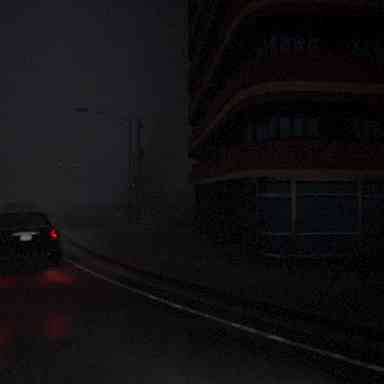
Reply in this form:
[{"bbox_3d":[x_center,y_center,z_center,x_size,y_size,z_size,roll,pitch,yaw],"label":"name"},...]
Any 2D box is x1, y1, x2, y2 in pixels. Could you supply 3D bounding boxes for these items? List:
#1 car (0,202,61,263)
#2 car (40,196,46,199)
[{"bbox_3d":[-6.042,1.352,11.359,2.097,1.767,4.553,0,0,-36],"label":"car"},{"bbox_3d":[-10.115,1.352,20.019,2.097,1.767,4.553,0,0,-20],"label":"car"}]
